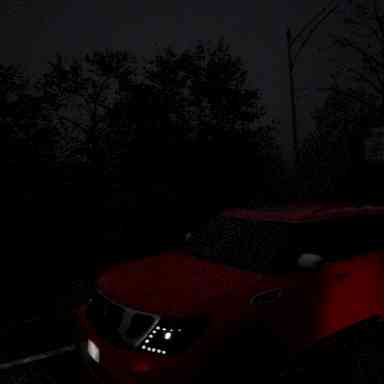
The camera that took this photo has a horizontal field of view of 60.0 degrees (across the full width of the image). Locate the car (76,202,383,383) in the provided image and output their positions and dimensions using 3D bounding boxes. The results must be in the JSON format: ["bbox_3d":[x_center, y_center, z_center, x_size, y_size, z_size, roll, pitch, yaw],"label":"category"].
[{"bbox_3d":[1.274,1.210,4.902,5.566,2.045,2.150,0,0,-36],"label":"car"}]
